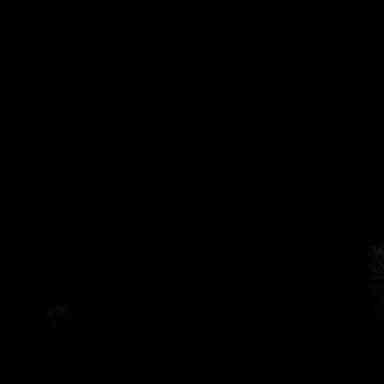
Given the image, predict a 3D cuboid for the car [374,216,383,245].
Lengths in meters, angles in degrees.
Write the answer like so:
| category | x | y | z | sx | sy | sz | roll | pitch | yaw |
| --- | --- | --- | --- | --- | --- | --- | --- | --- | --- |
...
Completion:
| category | x | y | z | sx | sy | sz | roll | pitch | yaw |
| --- | --- | --- | --- | --- | --- | --- | --- | --- | --- |
| car | 9.602 | 1.397 | 13.615 | 2.150 | 2.045 | 5.566 | 1 | -1 | 6 |
